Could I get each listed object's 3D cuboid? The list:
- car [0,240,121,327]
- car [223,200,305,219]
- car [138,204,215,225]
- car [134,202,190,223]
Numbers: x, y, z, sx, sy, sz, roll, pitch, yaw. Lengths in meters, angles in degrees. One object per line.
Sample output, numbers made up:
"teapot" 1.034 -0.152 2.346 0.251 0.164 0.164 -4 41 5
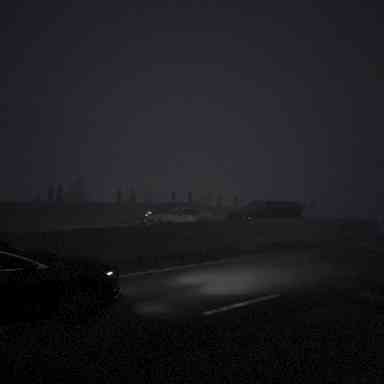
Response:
"car" -3.630 1.492 5.456 4.902 1.511 2.128 0 0 -36
"car" 4.426 1.498 19.939 5.566 2.045 2.150 3 -2 -35
"car" -0.654 1.662 20.655 4.674 1.442 1.812 2 -1 -35
"car" -1.858 1.519 24.086 4.553 1.767 2.097 2 -1 -35
